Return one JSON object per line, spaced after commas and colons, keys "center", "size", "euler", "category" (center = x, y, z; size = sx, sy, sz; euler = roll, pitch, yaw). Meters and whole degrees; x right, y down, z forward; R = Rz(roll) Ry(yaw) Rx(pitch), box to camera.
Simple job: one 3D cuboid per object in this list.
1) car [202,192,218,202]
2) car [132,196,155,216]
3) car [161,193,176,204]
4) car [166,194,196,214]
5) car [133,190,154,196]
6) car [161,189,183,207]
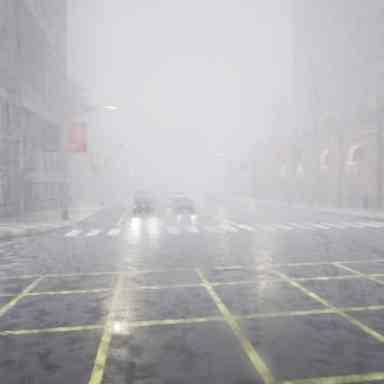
{"center": [2.891, 0.750, 54.291], "size": [2.128, 1.511, 4.902], "euler": [-1, 1, -8], "category": "car"}
{"center": [-4.244, 1.266, 29.092], "size": [1.895, 1.301, 4.718], "euler": [-1, 1, -8], "category": "car"}
{"center": [-3.618, 0.949, 50.265], "size": [1.994, 1.385, 4.181], "euler": [-1, 1, -8], "category": "car"}
{"center": [-0.927, 1.156, 30.574], "size": [2.033, 1.411, 5.357], "euler": [-1, 1, -8], "category": "car"}
{"center": [-5.648, 0.774, 39.026], "size": [2.150, 2.045, 5.566], "euler": [-1, 1, -7], "category": "car"}
{"center": [-2.310, 0.718, 40.516], "size": [2.150, 2.045, 5.566], "euler": [-1, 1, -7], "category": "car"}
